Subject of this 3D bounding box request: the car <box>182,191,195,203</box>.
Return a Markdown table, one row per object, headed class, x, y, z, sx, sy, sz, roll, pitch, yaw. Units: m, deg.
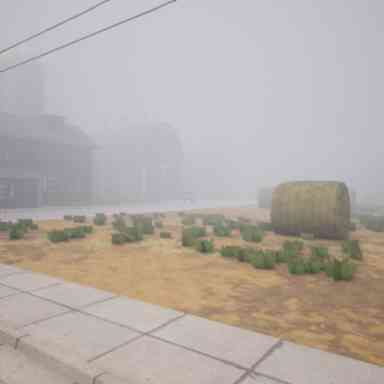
| class | x | y | z | sx | sy | sz | roll | pitch | yaw |
| --- | --- | --- | --- | --- | --- | --- | --- | --- | --- |
| car | -0.652 | 0.849 | 58.635 | 1.905 | 1.878 | 3.866 | 6 | 1 | -8 |
